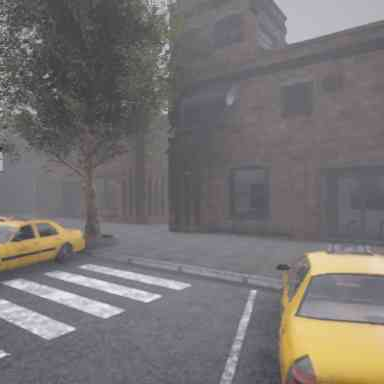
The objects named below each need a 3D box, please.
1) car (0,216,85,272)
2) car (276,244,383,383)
[{"bbox_3d":[-5.252,1.505,9.628,1.946,1.575,5.366,1,-1,16],"label":"car"},{"bbox_3d":[2.184,1.494,4.752,1.946,1.575,5.366,0,-1,15],"label":"car"}]
